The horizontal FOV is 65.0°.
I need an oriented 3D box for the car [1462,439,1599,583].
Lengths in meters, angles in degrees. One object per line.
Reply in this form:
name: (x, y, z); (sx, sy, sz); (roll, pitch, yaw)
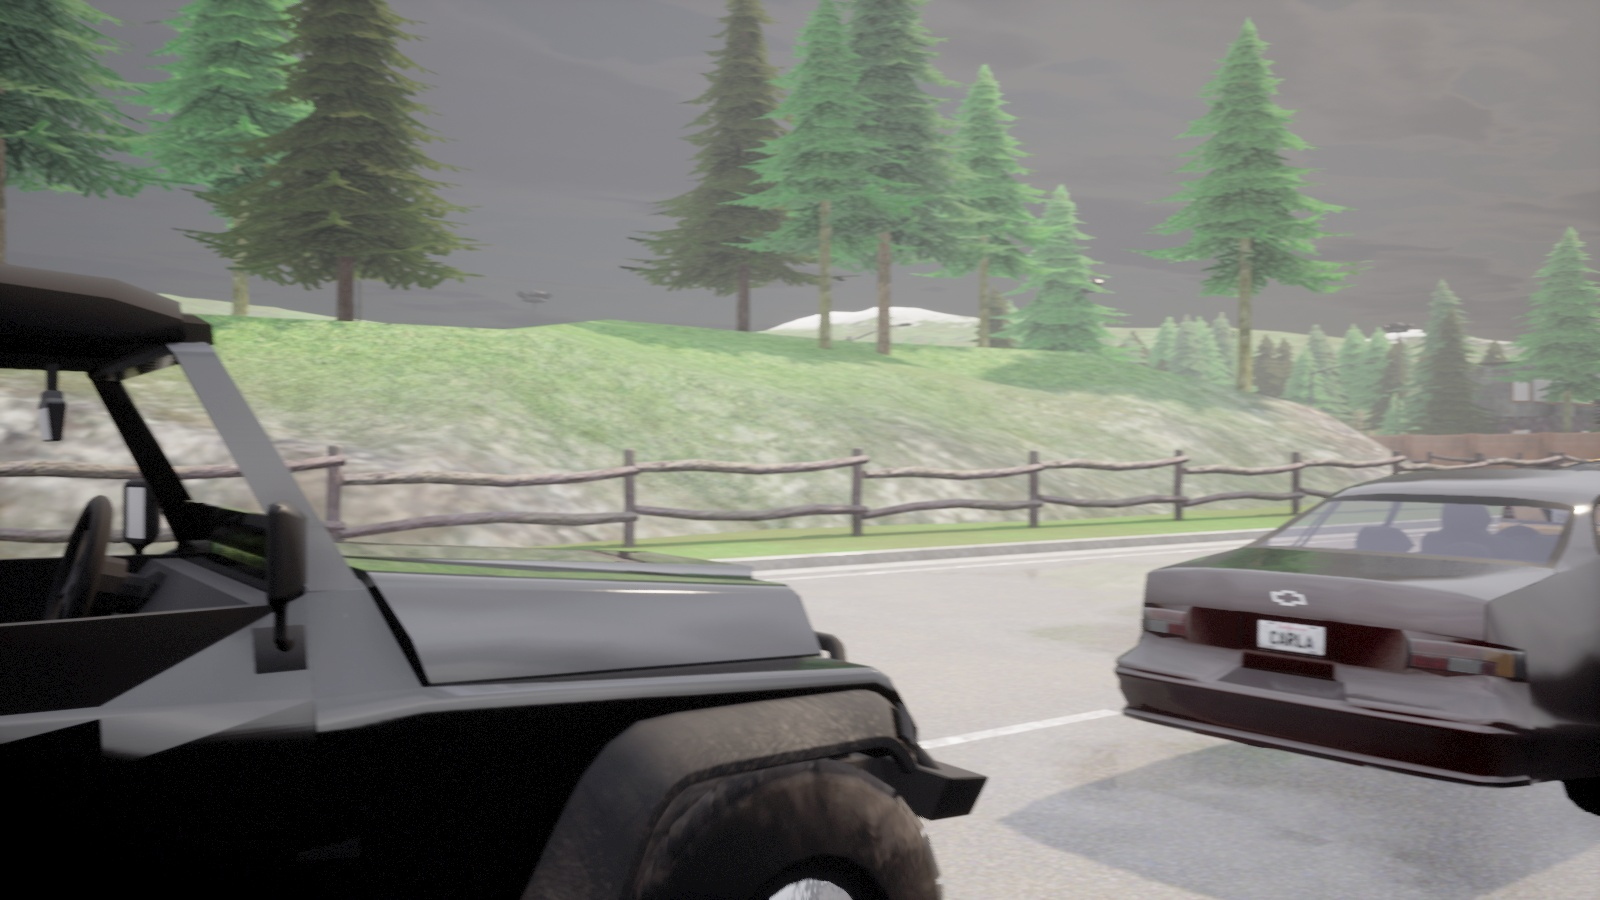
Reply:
car: (10.560, 0.661, 15.761); (5.366, 1.575, 1.801); (0, 0, -36)

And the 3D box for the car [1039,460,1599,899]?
car: (3.783, 0.781, 6.609); (5.357, 1.411, 2.033); (0, 0, -40)

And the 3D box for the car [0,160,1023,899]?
car: (-1.600, 0.533, 2.582); (3.866, 1.878, 1.905); (0, 0, -36)
